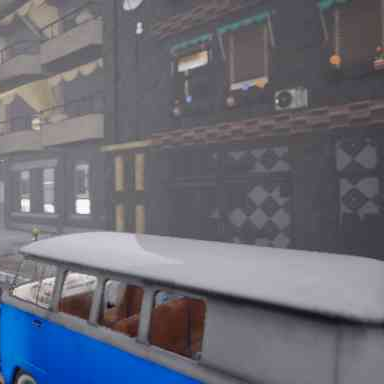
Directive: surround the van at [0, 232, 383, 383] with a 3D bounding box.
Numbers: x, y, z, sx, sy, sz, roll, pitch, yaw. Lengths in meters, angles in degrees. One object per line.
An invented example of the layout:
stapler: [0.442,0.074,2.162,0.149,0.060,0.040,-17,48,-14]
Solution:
van: [-0.178,1.347,3.018,3.998,1.788,1.690,0,-1,36]
